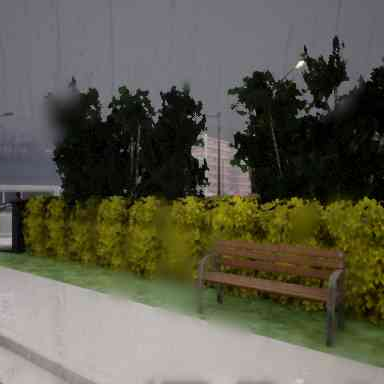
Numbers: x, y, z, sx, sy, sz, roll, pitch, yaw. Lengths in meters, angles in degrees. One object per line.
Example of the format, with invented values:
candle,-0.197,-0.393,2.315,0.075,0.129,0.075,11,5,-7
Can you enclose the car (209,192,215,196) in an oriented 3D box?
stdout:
car,3.158,0.746,69.960,1.812,1.442,4.674,0,1,35

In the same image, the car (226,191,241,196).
car,8.722,0.530,71.800,2.097,1.767,4.553,0,0,35

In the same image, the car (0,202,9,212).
car,-19.754,1.520,37.455,1.994,1.385,4.181,0,0,35

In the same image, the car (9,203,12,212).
car,-16.616,1.480,35.837,1.812,1.442,4.674,0,0,35
